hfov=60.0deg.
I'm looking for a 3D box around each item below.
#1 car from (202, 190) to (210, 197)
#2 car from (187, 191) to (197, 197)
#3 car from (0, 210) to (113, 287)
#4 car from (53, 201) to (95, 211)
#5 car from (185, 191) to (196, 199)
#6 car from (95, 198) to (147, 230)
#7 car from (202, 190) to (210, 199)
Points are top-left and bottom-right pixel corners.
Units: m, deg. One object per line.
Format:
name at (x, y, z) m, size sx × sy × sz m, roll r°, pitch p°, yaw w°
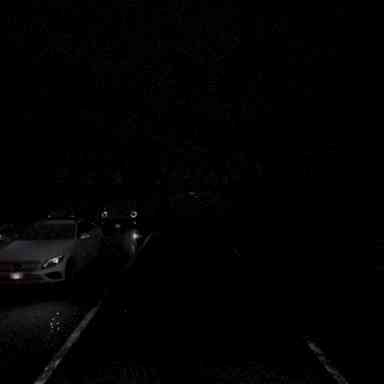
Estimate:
car at (3.579, 0.319, 83.719) m, size 2.097 × 1.767 × 4.553 m, roll -1°, pitch 1°, yaw 3°
car at (0.067, 0.521, 83.549) m, size 2.128 × 1.511 × 4.902 m, roll -1°, pitch 1°, yaw 3°
car at (-3.741, 1.472, 9.331) m, size 1.812 × 1.442 × 4.674 m, roll -1°, pitch 1°, yaw -1°
car at (-7.444, 1.358, 20.978) m, size 2.128 × 1.511 × 4.902 m, roll -1°, pitch 1°, yaw -1°
car at (-0.405, 0.782, 73.236) m, size 1.895 × 1.301 × 4.718 m, roll -1°, pitch 1°, yaw 2°
car at (-3.924, 1.185, 19.712) m, size 2.097 × 1.767 × 4.553 m, roll -1°, pitch 1°, yaw -1°
car at (3.092, 0.680, 73.118) m, size 2.033 × 1.411 × 5.357 m, roll -1°, pitch 1°, yaw 2°
